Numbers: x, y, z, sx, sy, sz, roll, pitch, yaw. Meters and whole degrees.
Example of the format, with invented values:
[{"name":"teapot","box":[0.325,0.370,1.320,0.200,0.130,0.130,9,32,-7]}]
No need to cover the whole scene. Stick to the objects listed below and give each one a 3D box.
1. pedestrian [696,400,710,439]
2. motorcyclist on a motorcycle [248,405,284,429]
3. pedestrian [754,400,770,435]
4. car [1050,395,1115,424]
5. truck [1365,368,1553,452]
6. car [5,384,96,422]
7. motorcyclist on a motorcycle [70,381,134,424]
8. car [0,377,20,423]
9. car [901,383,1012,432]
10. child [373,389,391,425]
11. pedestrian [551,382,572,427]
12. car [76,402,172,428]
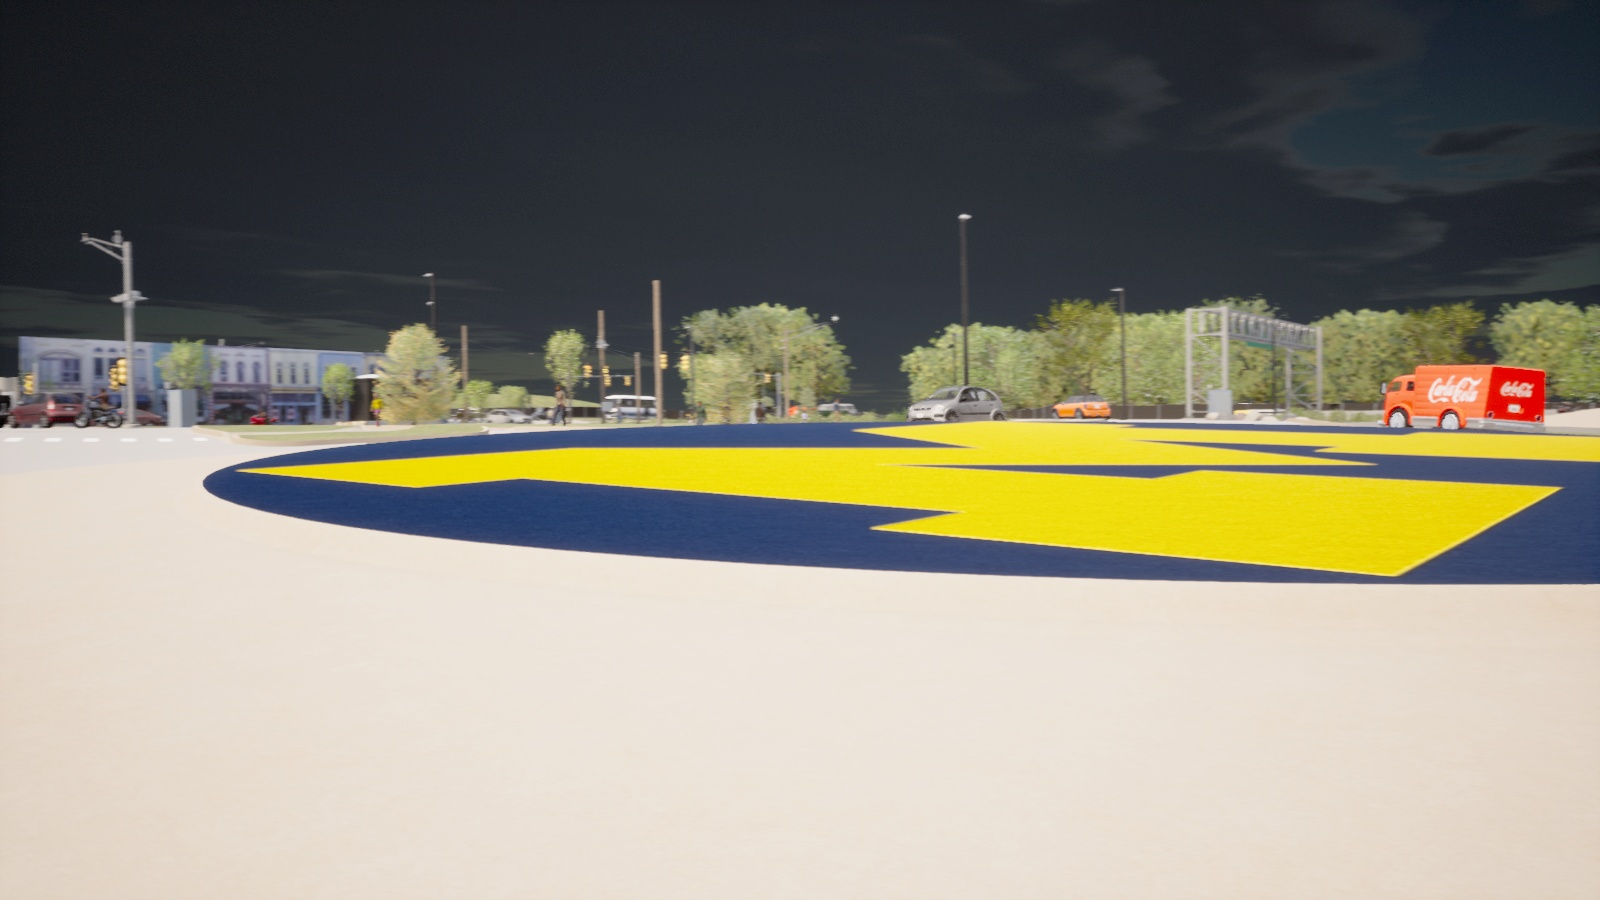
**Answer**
[{"name":"pedestrian","box":[-4.574,-1.448,59.285,0.353,1.847,0.614,-1,1,29]},{"name":"motorcyclist on a motorcycle","box":[-35.024,-2.175,82.344,0.797,1.523,2.044,0,0,37]},{"name":"pedestrian","box":[-2.001,-1.720,66.005,0.431,1.840,0.703,0,1,36]},{"name":"car","box":[18.106,-2.583,80.609,2.097,1.767,4.553,-1,1,-17]},{"name":"truck","box":[21.940,-1.389,42.132,2.627,2.467,5.204,4,2,-14]},{"name":"car","box":[-33.393,-2.049,55.911,3.988,1.617,1.851,0,1,32]},{"name":"motorcyclist on a motorcycle","box":[-27.230,-1.836,48.999,2.350,1.649,0.766,1,1,18]},{"name":"car","box":[-35.187,-2.101,53.289,3.866,1.878,1.905,0,1,30]},{"name":"car","box":[5.579,-1.461,44.541,3.988,1.617,1.851,0,0,-45]},{"name":"child","box":[-13.712,-1.409,41.175,0.299,1.160,0.473,-1,1,21]},{"name":"pedestrian","box":[-9.575,-1.823,50.446,0.328,1.805,0.869,-1,1,29]},{"name":"car","box":[-40.399,-2.050,75.148,1.812,1.442,4.674,0,0,37]}]
